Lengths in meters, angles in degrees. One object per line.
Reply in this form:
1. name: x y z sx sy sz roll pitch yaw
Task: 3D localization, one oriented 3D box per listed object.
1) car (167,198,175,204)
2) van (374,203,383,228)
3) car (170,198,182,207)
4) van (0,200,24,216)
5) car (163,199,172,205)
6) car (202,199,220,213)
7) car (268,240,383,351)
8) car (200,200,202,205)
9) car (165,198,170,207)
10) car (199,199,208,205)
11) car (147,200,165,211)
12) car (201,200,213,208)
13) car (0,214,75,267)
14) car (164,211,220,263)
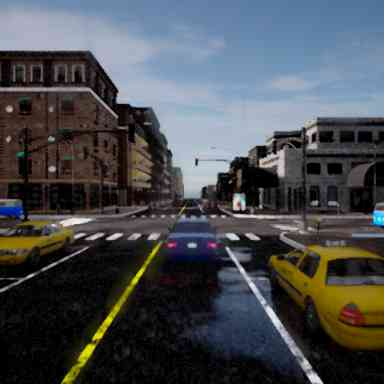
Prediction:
1. car: -5.680 2.441 90.060 1.967 1.590 4.097 0 -1 0
2. van: 14.663 1.645 22.794 3.998 1.788 1.690 0 0 0
3. car: -2.997 2.193 65.975 1.882 1.535 5.008 0 -1 0
4. van: -17.757 1.603 30.941 3.998 1.788 1.690 0 0 0
5. car: -5.681 2.388 78.497 1.752 1.417 4.829 0 -1 0
6. car: 2.693 1.911 44.501 1.967 1.590 4.097 0 -1 0
7. car: 2.687 1.593 6.504 1.752 1.417 4.829 0 -1 0
8. car: 2.696 2.182 55.892 1.802 1.307 4.206 0 -1 0
9. car: -5.683 2.216 61.578 2.008 1.369 4.403 0 -1 0
10. car: 2.700 2.415 78.678 2.008 1.369 4.403 -1 -1 0
11. car: -5.686 2.086 50.186 2.008 1.369 4.403 0 -1 0
12. car: 2.697 2.216 61.589 2.008 1.369 4.403 0 -1 0
13. car: -5.693 1.649 11.866 1.752 1.417 4.829 0 -1 0
14. car: 0.009 1.678 12.504 2.033 1.411 5.357 0 -1 0
